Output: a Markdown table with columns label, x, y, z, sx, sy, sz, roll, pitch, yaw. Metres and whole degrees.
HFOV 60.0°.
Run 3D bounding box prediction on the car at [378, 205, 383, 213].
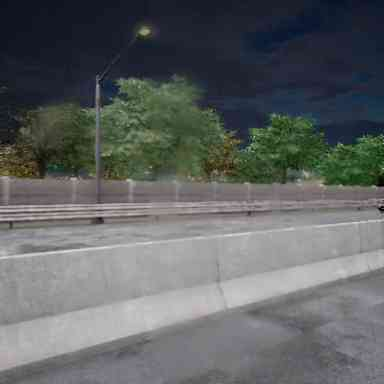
| label | x | y | z | sx | sy | sz | roll | pitch | yaw |
| --- | --- | --- | --- | --- | --- | --- | --- | --- | --- |
| car | 22.957 | 1.725 | 37.453 | 4.718 | 1.301 | 1.895 | 0 | 0 | -35 |
